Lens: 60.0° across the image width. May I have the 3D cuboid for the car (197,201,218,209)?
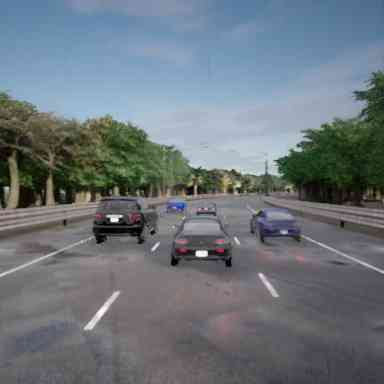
[{"bbox_3d":[1.427,1.551,31.489,2.033,1.411,5.357,0,0,5],"label":"car"}]

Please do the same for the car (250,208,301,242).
[{"bbox_3d":[4.009,1.532,16.434,1.812,1.442,4.674,0,0,2],"label":"car"}]

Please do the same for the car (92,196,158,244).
[{"bbox_3d":[-3.020,1.221,16.088,2.150,2.045,5.566,0,0,2],"label":"car"}]

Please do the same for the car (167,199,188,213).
[{"bbox_3d":[-1.599,1.477,36.965,1.882,1.535,5.008,0,0,5],"label":"car"}]

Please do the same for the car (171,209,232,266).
[{"bbox_3d":[0.338,1.528,11.445,1.812,1.442,4.674,0,0,2],"label":"car"}]
